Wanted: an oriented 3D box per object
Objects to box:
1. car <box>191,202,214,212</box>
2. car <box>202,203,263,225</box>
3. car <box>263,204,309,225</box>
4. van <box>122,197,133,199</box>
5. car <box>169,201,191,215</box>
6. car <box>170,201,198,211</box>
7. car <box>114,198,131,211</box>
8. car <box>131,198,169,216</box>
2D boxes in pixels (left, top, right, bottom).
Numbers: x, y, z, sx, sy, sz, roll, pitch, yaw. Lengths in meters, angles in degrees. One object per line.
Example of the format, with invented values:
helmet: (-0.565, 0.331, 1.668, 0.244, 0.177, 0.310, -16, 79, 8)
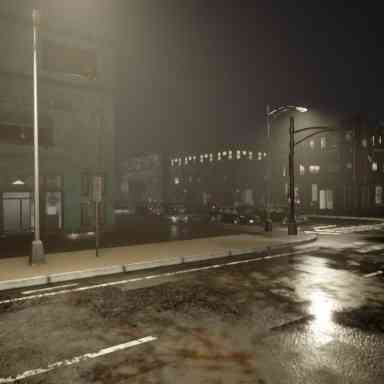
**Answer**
car: (2.010, 1.903, 42.559, 1.802, 1.307, 4.206, -2, 0, -35)
car: (3.133, 1.814, 26.322, 1.947, 1.339, 4.313, -2, 0, -35)
car: (6.736, 1.698, 25.831, 1.837, 1.490, 4.892, -1, -1, -34)
van: (-10.835, 1.906, 60.596, 1.690, 1.788, 3.998, -1, 0, -35)
car: (-2.448, 1.899, 38.862, 1.812, 1.442, 4.674, -1, 0, -35)
car: (-1.199, 1.965, 47.068, 1.802, 1.307, 4.206, -2, 0, -35)
car: (-11.666, 2.099, 51.901, 2.033, 1.411, 5.357, -1, 0, -35)
car: (-4.819, 1.846, 37.697, 1.967, 1.590, 4.097, -1, 0, -35)
